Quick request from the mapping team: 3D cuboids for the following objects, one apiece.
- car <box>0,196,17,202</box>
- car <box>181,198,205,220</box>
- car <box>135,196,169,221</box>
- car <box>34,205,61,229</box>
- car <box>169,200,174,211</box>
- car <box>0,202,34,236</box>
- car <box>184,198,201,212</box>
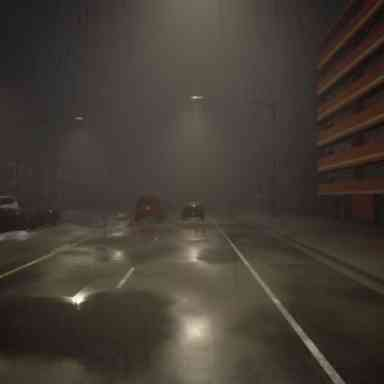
[{"bbox_3d":[-14.044,1.284,22.758,2.150,2.045,5.566,0,0,1],"label":"car"},{"bbox_3d":[0.097,1.584,29.417,2.128,1.511,4.902,0,0,0],"label":"car"},{"bbox_3d":[-3.402,1.307,28.115,2.150,2.045,5.566,0,0,0],"label":"car"},{"bbox_3d":[-10.544,1.622,22.230,2.033,1.411,5.357,0,1,0],"label":"car"},{"bbox_3d":[-3.434,1.812,44.078,1.812,1.442,4.674,0,-1,0],"label":"car"},{"bbox_3d":[-10.501,1.545,17.518,1.994,1.385,4.181,0,4,0],"label":"car"},{"bbox_3d":[0.066,1.638,43.972,2.097,1.767,4.553,0,-1,0],"label":"car"}]
